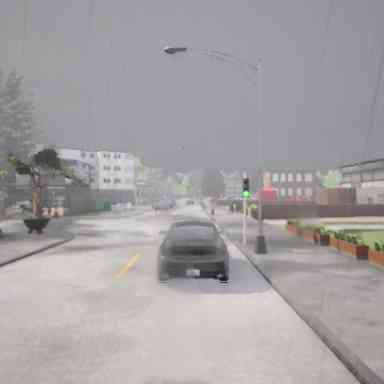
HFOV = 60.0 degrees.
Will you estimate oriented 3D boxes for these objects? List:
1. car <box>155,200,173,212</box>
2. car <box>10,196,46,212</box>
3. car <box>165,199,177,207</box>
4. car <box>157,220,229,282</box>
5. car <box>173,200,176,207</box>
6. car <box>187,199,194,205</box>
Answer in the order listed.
[{"bbox_3d":[-4.326,2.051,49.070,1.882,1.535,5.008,0,-1,0],"label":"car"},{"bbox_3d":[-19.949,1.465,40.649,1.905,1.878,3.866,0,-1,35],"label":"car"},{"bbox_3d":[-4.325,2.316,68.912,2.128,1.511,4.902,0,-1,0],"label":"car"},{"bbox_3d":[0.032,1.626,10.125,1.837,1.490,4.892,0,0,0],"label":"car"},{"bbox_3d":[-4.347,2.161,58.483,1.882,1.535,5.008,0,-1,0],"label":"car"},{"bbox_3d":[-0.391,2.489,82.709,2.128,1.511,4.902,0,-1,0],"label":"car"}]
